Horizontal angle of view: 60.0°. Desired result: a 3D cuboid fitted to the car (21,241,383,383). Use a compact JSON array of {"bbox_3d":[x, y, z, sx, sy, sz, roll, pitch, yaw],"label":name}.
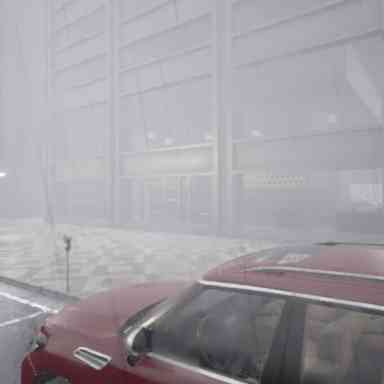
[{"bbox_3d":[0.867,1.320,2.346,5.009,1.841,2.192,-1,0,36],"label":"car"}]
